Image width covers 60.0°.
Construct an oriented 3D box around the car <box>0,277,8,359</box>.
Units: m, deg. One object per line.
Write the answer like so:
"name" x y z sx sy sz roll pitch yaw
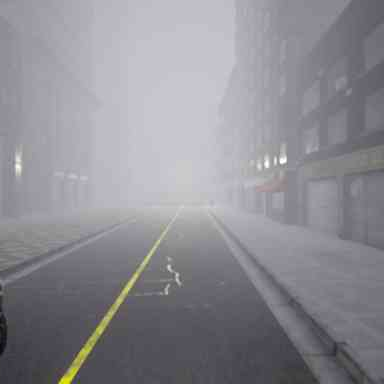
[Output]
"car" -3.001 1.220 1.220 2.150 2.045 5.566 0 0 0
